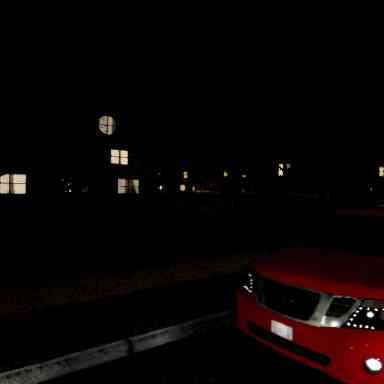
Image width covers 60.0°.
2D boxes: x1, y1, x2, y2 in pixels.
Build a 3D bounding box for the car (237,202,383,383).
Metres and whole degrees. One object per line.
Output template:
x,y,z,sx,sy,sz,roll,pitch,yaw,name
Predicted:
3.274,1.224,5.406,5.566,2.045,2.150,0,0,-35,car
